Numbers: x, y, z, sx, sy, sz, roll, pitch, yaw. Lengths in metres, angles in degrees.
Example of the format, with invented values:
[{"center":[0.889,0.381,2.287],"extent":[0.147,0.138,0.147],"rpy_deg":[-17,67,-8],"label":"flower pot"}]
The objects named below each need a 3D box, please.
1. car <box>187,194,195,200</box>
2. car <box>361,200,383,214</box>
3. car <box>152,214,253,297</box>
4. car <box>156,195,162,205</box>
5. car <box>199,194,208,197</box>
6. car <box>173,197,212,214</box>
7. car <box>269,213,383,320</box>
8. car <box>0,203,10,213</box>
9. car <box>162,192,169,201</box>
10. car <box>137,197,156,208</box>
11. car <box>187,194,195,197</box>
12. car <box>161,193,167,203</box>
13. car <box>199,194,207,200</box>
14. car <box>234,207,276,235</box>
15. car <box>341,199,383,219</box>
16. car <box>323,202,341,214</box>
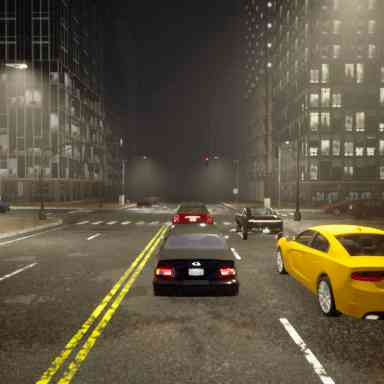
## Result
[{"center":[-0.344,1.294,89.810],"extent":[1.994,1.385,4.181],"rpy_deg":[0,0,0],"label":"car"},{"center":[21.669,1.643,36.973],"extent":[4.829,1.417,1.752],"rpy_deg":[1,0,1],"label":"car"},{"center":[0.067,1.543,8.733],"extent":[2.033,1.411,5.357],"rpy_deg":[0,0,0],"label":"car"},{"center":[-6.794,1.555,58.389],"extent":[1.895,1.301,4.718],"rpy_deg":[0,0,0],"label":"car"},{"center":[2.946,1.272,79.756],"extent":[2.097,1.767,4.553],"rpy_deg":[0,0,0],"label":"car"},{"center":[0.033,1.342,18.047],"extent":[2.097,1.767,4.553],"rpy_deg":[0,0,0],"label":"car"},{"center":[3.323,1.474,7.461],"extent":[1.882,1.535,5.008],"rpy_deg":[0,0,0],"label":"car"},{"center":[-20.035,1.317,31.710],"extent":[5.008,1.535,1.882],"rpy_deg":[1,1,1],"label":"car"},{"center":[-6.818,1.134,82.899],"extent":[2.150,2.045,5.566],"rpy_deg":[0,0,0],"label":"car"},{"center":[-6.784,1.566,48.392],"extent":[1.895,1.301,4.718],"rpy_deg":[0,0,0],"label":"car"},{"center":[-0.305,1.469,79.775],"extent":[1.994,1.385,4.181],"rpy_deg":[0,0,0],"label":"car"},{"center":[-6.771,1.505,68.529],"extent":[1.994,1.385,4.181],"rpy_deg":[0,0,0],"label":"car"},{"center":[2.907,1.294,89.822],"extent":[1.994,1.385,4.181],"rpy_deg":[0,0,0],"label":"car"},{"center":[3.277,1.482,16.877],"extent":[2.128,1.511,4.902],"rpy_deg":[0,0,1],"label":"car"},{"center":[16.093,1.519,28.665],"extent":[5.009,1.841,2.192],"rpy_deg":[1,0,1],"label":"car"},{"center":[16.194,1.589,34.447],"extent":[5.008,1.535,1.882],"rpy_deg":[1,1,1],"label":"car"}]
